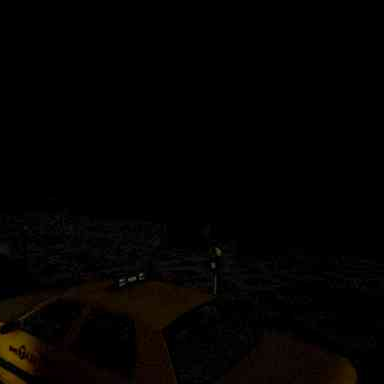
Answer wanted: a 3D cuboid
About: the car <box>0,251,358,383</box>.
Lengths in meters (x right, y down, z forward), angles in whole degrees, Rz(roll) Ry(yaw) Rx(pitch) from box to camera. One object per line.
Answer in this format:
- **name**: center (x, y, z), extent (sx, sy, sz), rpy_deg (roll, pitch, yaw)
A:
- **car**: center (-0.854, 1.525, 3.577), extent (4.829, 1.417, 1.752), rpy_deg (0, 0, 36)
